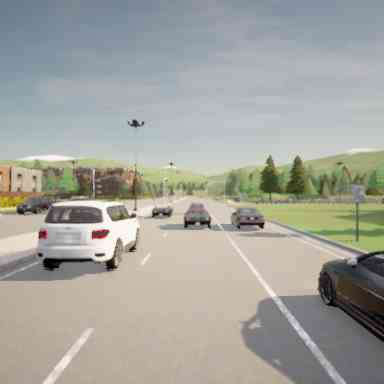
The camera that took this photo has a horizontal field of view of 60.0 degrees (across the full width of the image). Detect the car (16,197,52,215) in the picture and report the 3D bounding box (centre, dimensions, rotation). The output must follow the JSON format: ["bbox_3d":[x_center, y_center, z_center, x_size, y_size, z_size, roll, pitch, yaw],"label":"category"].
[{"bbox_3d":[-18.062,1.571,38.700,2.150,2.045,5.566,0,-1,1],"label":"car"}]

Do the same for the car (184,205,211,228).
[{"bbox_3d":[0.393,1.837,24.221,1.895,1.301,4.718,0,-1,1],"label":"car"}]

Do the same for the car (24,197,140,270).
[{"bbox_3d":[-3.266,1.330,11.563,2.150,2.045,5.566,0,-1,1],"label":"car"}]

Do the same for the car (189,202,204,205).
[{"bbox_3d":[0.601,1.961,40.844,1.994,1.385,4.181,0,-1,1],"label":"car"}]

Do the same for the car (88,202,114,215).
[{"bbox_3d":[-11.021,1.942,40.657,1.994,1.385,4.181,0,-1,1],"label":"car"}]

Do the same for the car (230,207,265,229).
[{"bbox_3d":[3.886,1.784,23.746,2.033,1.411,5.357,0,-1,1],"label":"car"}]

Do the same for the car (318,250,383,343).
[{"bbox_3d":[3.692,1.624,5.494,1.994,1.385,4.181,0,-1,0],"label":"car"}]

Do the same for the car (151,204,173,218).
[{"bbox_3d":[-2.977,1.930,34.393,1.895,1.301,4.718,0,-1,1],"label":"car"}]
